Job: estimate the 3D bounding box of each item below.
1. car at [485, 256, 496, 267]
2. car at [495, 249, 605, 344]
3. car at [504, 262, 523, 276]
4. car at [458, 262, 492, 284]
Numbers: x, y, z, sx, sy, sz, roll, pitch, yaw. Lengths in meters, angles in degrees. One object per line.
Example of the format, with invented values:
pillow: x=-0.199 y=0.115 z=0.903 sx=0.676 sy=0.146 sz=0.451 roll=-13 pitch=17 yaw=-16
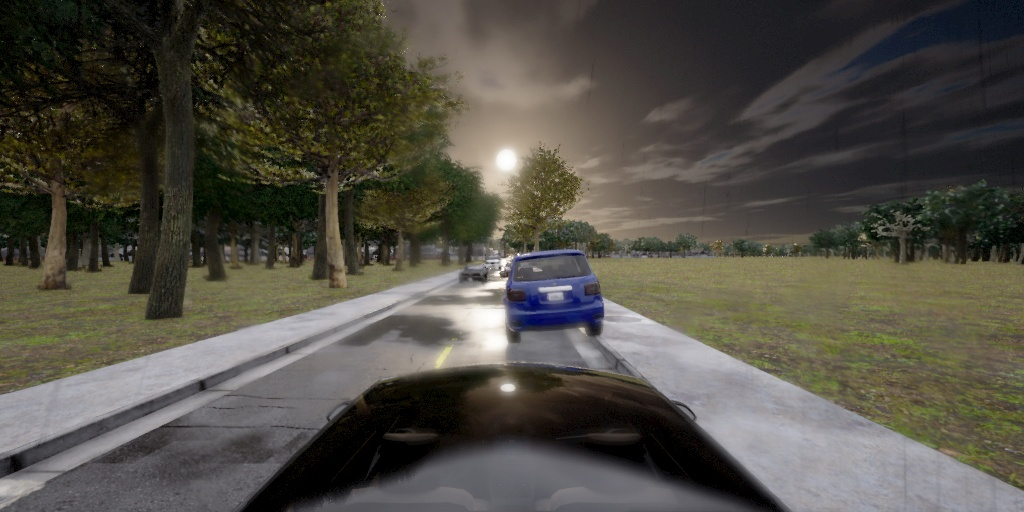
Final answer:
car: x=-2.689 y=0.973 z=52.679 sx=2.150 sy=2.045 sz=5.566 roll=0 pitch=0 yaw=0
car: x=0.882 y=0.897 z=9.771 sx=2.150 sy=2.045 sz=5.566 roll=-5 pitch=0 yaw=0
car: x=0.121 y=1.352 z=38.265 sx=1.895 sy=1.301 sz=4.718 roll=0 pitch=0 yaw=0
car: x=-2.820 y=1.351 z=26.909 sx=1.895 sy=1.301 sz=4.718 roll=0 pitch=0 yaw=0
